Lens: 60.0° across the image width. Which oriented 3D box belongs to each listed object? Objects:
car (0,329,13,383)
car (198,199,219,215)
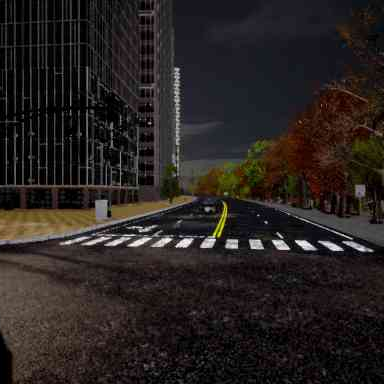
[{"bbox_3d":[-2.690,1.506,0.892,2.128,1.511,4.902,0,0,8],"label":"car"},{"bbox_3d":[1.758,1.504,34.605,2.128,1.511,4.902,0,0,6],"label":"car"}]
